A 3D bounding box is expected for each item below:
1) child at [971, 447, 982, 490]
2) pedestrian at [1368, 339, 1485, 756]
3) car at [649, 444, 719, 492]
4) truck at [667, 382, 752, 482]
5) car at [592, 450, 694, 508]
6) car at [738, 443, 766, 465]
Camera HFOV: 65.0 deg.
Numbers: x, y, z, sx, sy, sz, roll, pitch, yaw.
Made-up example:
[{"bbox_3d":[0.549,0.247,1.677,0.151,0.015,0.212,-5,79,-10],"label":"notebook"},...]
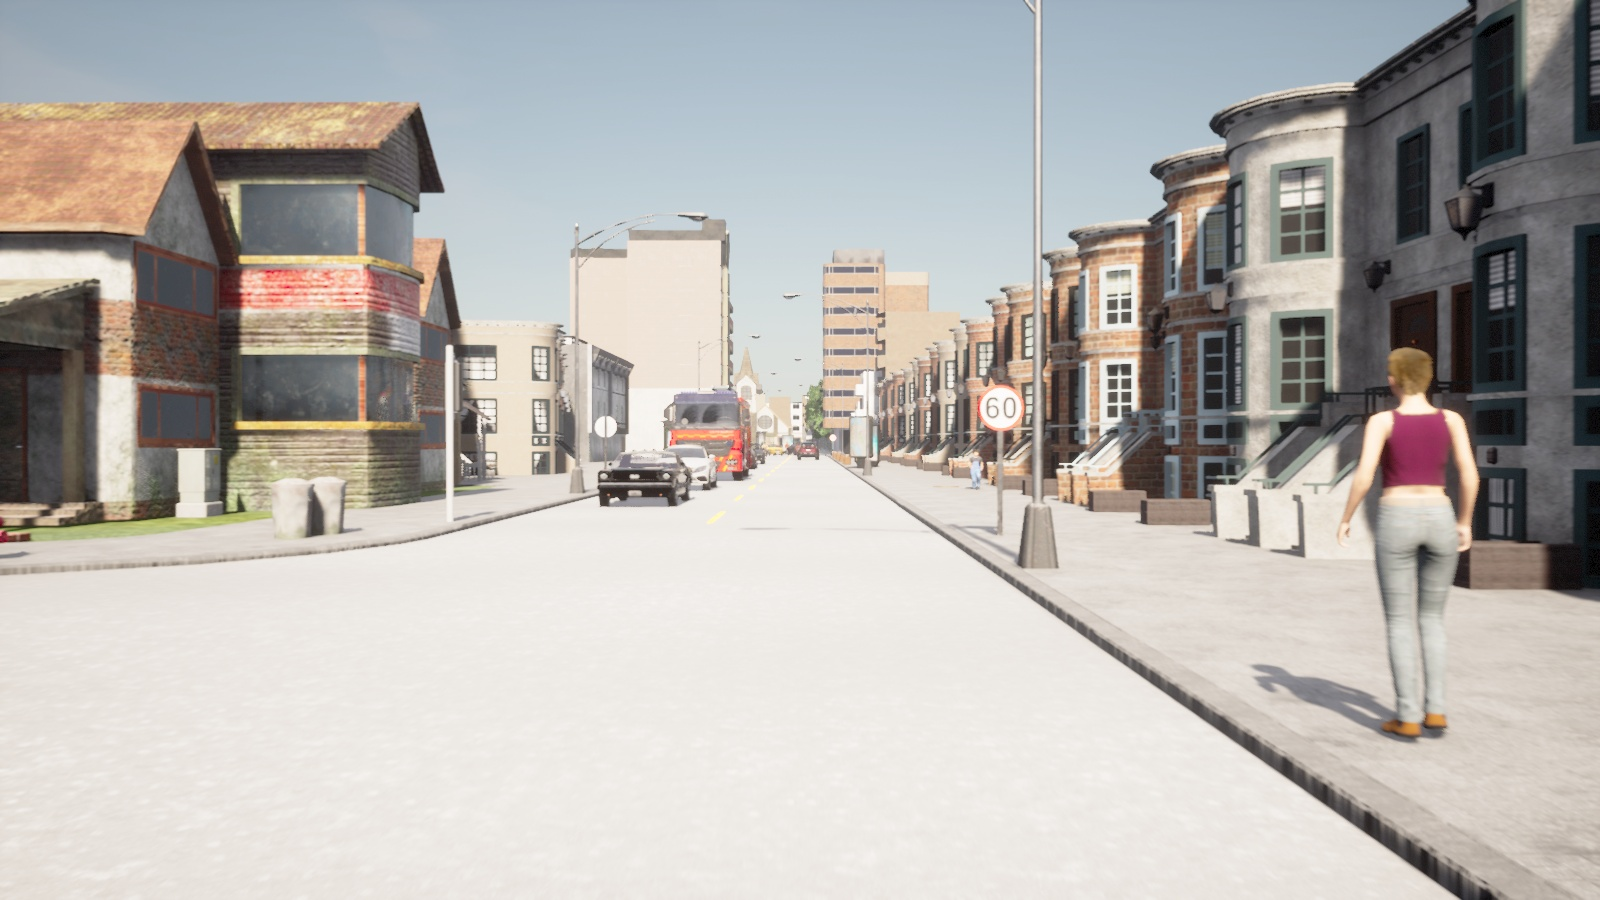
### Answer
[{"bbox_3d":[5.203,0.535,37.011,0.270,1.263,0.437,0,0,5],"label":"child"},{"bbox_3d":[2.904,0.426,5.853,0.345,1.836,0.594,0,0,12],"label":"pedestrian"},{"bbox_3d":[-3.724,0.544,40.853,1.812,1.442,4.674,0,0,0],"label":"car"},{"bbox_3d":[-3.645,-0.710,52.397,2.891,3.827,8.468,0,0,0],"label":"truck"},{"bbox_3d":[-3.786,0.672,31.061,1.895,1.301,4.718,0,0,1],"label":"car"},{"bbox_3d":[-3.399,0.265,89.185,1.816,1.474,4.193,0,0,0],"label":"car"}]
